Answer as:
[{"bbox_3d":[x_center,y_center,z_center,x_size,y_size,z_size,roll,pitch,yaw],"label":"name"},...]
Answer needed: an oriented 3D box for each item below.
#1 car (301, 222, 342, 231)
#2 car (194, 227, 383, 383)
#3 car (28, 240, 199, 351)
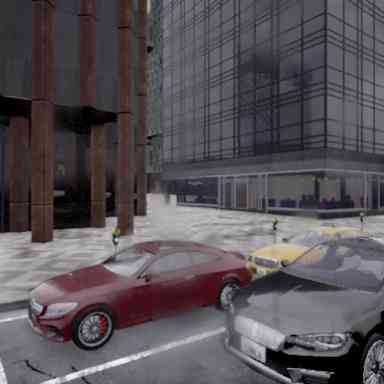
[{"bbox_3d":[3.598,1.554,9.203,4.829,1.417,1.752,0,0,-35],"label":"car"},{"bbox_3d":[2.680,1.509,5.158,4.902,1.511,2.128,0,0,-35],"label":"car"},{"bbox_3d":[-0.694,1.592,6.149,4.206,1.307,1.802,0,0,-35],"label":"car"}]
